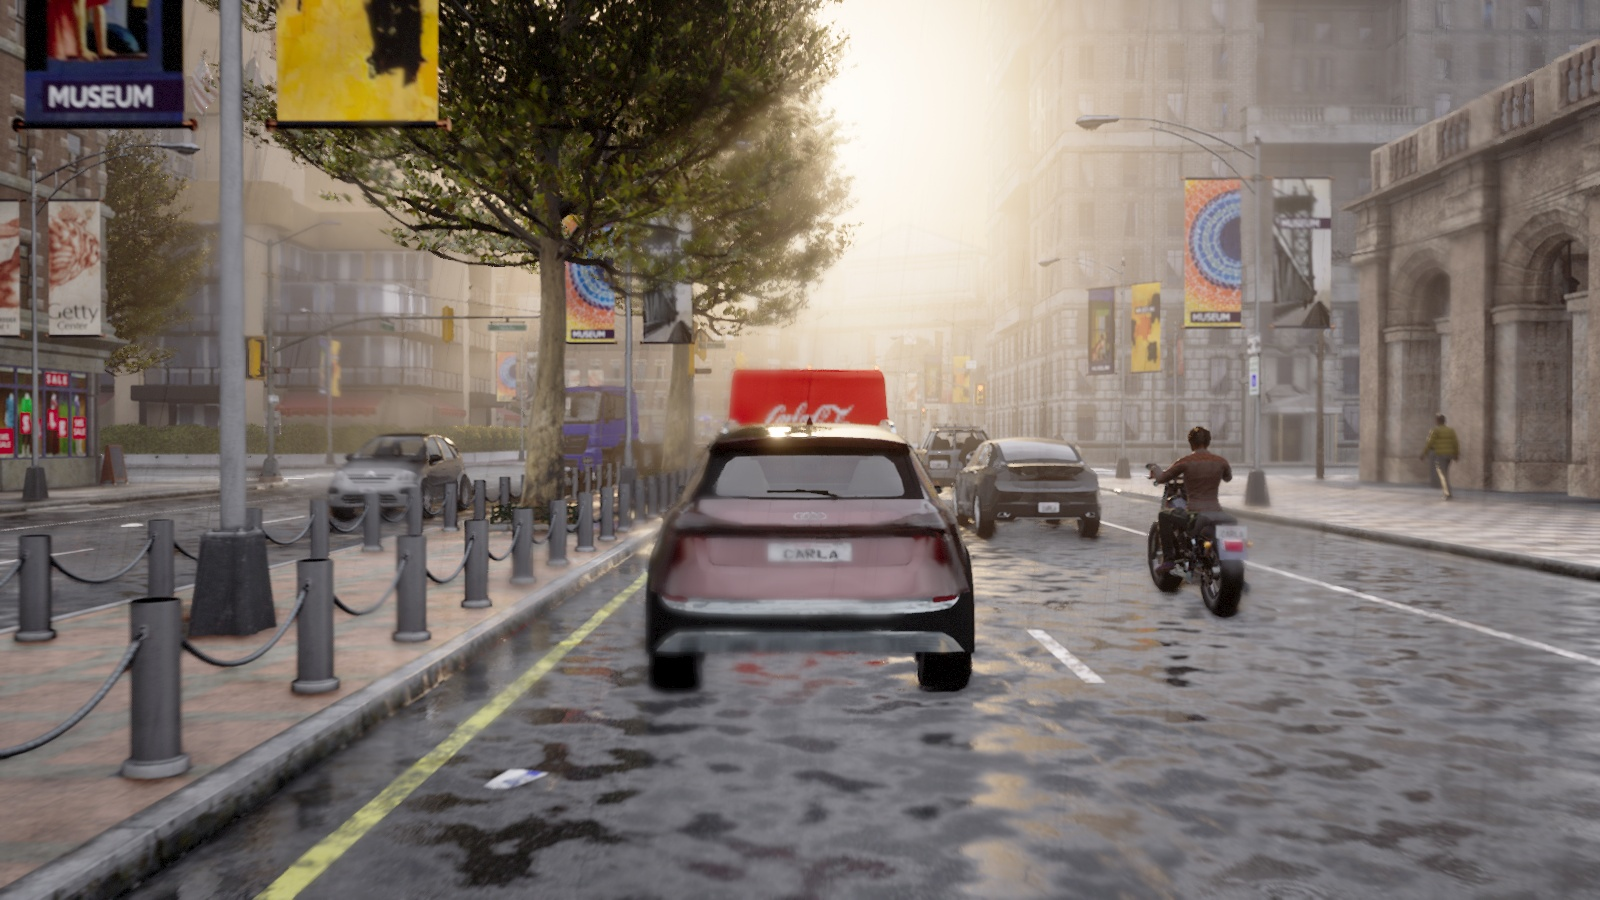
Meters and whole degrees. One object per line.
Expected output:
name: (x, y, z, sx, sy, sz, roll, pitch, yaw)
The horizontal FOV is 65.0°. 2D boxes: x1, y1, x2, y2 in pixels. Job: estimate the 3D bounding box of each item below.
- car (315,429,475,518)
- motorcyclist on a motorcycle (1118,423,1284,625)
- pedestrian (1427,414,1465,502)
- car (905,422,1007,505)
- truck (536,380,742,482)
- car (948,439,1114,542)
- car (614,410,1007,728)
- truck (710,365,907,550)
car: (-7.846, 0.410, 24.720, 1.851, 1.617, 3.988, 0, 1, 0)
motorcyclist on a motorcycle: (3.580, 0.593, 11.446, 0.766, 1.649, 2.350, 0, 1, 0)
pedestrian: (13.682, 0.168, 26.613, 0.431, 1.840, 0.709, 0, 1, 0)
car: (3.685, 0.285, 30.380, 1.932, 1.855, 4.605, 0, 1, 0)
truck: (-5.784, -0.670, 46.525, 2.891, 3.462, 7.936, 0, 1, 36)
car: (3.632, 0.563, 20.621, 1.837, 1.490, 4.892, 0, 1, 0)
car: (0.066, 0.594, 8.939, 2.033, 1.649, 4.856, 0, 1, 0)
truck: (0.126, 0.080, 19.327, 2.627, 2.467, 5.204, 0, 0, 0)
